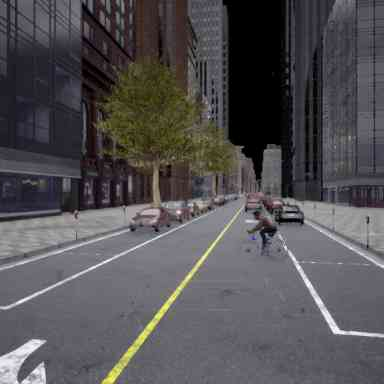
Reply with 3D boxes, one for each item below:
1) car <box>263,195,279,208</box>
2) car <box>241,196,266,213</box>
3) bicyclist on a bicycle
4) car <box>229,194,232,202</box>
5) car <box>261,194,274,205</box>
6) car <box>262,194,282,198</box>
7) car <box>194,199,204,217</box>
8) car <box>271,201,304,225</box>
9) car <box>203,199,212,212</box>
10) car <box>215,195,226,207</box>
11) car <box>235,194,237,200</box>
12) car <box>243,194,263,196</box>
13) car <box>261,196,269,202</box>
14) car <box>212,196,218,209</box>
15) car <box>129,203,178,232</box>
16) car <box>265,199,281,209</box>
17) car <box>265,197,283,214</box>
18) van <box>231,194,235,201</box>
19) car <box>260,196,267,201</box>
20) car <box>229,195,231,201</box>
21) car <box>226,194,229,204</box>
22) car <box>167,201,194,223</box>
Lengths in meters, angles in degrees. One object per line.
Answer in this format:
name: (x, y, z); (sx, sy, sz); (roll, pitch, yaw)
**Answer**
car: (12.210, 1.379, 51.846); (2.192, 1.841, 5.009); (0, 0, 11)
car: (7.076, 1.526, 38.373); (2.128, 1.511, 4.902); (0, 0, 11)
bicyclist on a bicycle: (2.310, 1.455, 10.889); (1.656, 1.620, 0.582); (-2, 0, 11)
car: (6.940, 1.683, 70.050); (1.802, 1.307, 4.206); (0, 0, 11)
car: (14.283, 1.403, 62.932); (2.192, 1.841, 5.009); (0, 0, 11)
car: (10.137, 1.355, 40.761); (2.192, 1.841, 5.009); (0, 0, 11)
car: (-0.315, 1.602, 31.247); (1.802, 1.307, 4.206); (0, 0, 11)
car: (7.028, 1.579, 24.131); (1.947, 1.339, 4.313); (0, 0, 11)
car: (0.691, 1.554, 36.622); (1.752, 1.417, 4.829); (0, 0, 11)
car: (3.831, 1.608, 53.420); (1.887, 1.381, 4.507); (0, 0, 11)
car: (10.049, 1.607, 86.681); (1.967, 1.590, 4.097); (0, 0, 11)
car: (8.967, 1.276, 48.476); (2.150, 2.045, 5.566); (0, 0, 11)
car: (17.390, 1.726, 79.558); (1.802, 1.307, 4.206); (0, 0, 11)
car: (1.758, 1.605, 42.334); (1.947, 1.339, 4.313); (0, 0, 11)
car: (-2.387, 1.589, 20.160); (1.802, 1.307, 4.206); (0, 0, 11)
car: (11.173, 1.617, 46.302); (1.947, 1.339, 4.313); (0, 0, 11)
car: (9.100, 1.574, 35.217); (1.887, 1.381, 4.507); (0, 0, 11)
van: (9.012, 1.484, 81.138); (1.690, 1.788, 3.998); (0, 0, 11)
car: (19.463, 1.735, 90.645); (1.887, 1.381, 4.507); (0, 0, 11)
car: (5.904, 1.653, 64.508); (1.947, 1.339, 4.313); (0, 0, 11)
car: (4.868, 1.390, 58.964); (2.192, 1.841, 5.009); (0, 0, 11)
car: (-1.351, 1.453, 25.703); (1.967, 1.590, 4.097); (0, 0, 11)
